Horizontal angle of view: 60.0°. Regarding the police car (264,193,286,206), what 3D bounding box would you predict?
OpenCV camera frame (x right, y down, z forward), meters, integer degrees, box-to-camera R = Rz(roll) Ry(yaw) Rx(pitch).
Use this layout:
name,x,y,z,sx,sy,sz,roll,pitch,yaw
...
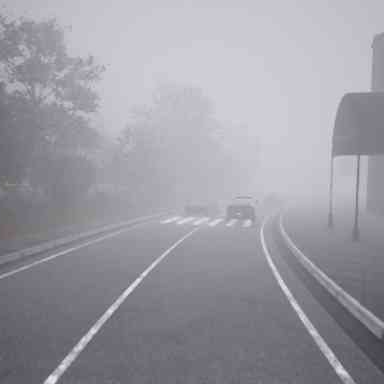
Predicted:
name,x,y,z,sx,sy,sz,roll,pitch,yaw
police car,10.378,0.887,41.130,2.038,1.542,4.974,2,2,25

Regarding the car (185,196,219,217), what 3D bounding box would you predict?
name,x,y,z,sx,sy,sz,roll,pitch,yaw
car,0.908,1.069,27.326,1.882,1.535,5.008,1,1,18

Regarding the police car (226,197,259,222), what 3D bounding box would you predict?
name,x,y,z,sx,sy,sz,roll,pitch,yaw
police car,3.702,1.155,23.809,1.930,1.638,5.238,1,1,15
